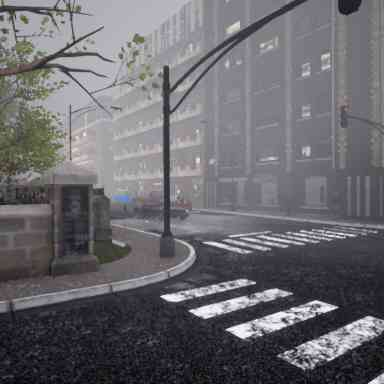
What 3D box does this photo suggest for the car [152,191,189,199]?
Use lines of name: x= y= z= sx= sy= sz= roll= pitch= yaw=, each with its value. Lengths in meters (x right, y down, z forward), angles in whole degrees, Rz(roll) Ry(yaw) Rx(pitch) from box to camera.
car: x=-1.757 y=0.950 z=32.413 sx=1.967 sy=1.590 sz=4.097 roll=1 pitch=1 yaw=-36

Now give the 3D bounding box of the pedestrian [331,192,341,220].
pedestrian: x=9.513 y=0.902 z=21.976 sx=0.375 sy=1.860 sz=0.375 roll=1 pitch=-1 yaw=-36

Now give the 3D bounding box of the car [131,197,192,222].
car: x=-2.163 y=1.273 z=23.136 sx=1.895 sy=1.301 sz=4.718 roll=0 pitch=1 yaw=-36

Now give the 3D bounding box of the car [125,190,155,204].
car: x=-5.018 y=0.727 z=36.867 sx=2.192 sy=1.841 sz=5.009 roll=1 pitch=1 yaw=-36

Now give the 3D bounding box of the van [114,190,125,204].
van: x=-8.280 y=0.655 z=41.324 sx=1.690 sy=1.788 sz=3.998 roll=1 pitch=1 yaw=-36
